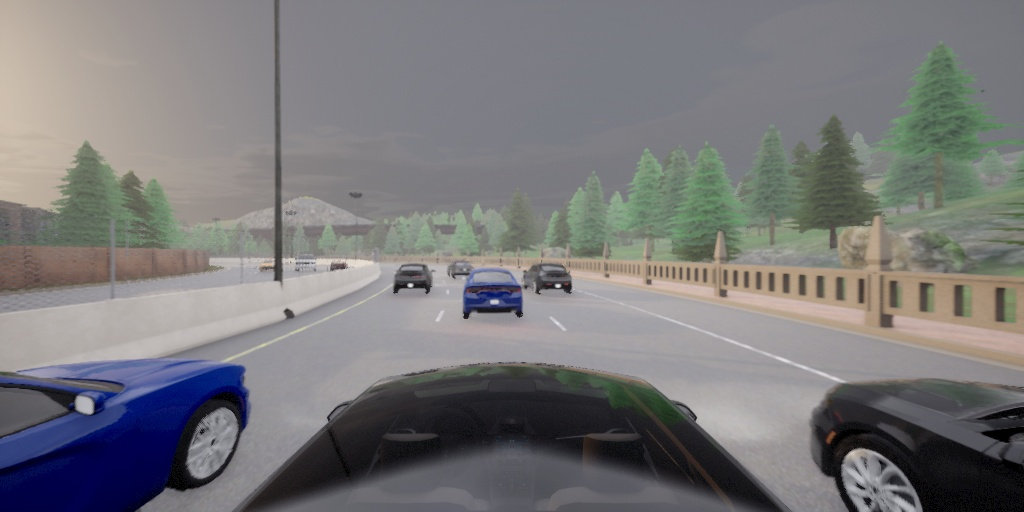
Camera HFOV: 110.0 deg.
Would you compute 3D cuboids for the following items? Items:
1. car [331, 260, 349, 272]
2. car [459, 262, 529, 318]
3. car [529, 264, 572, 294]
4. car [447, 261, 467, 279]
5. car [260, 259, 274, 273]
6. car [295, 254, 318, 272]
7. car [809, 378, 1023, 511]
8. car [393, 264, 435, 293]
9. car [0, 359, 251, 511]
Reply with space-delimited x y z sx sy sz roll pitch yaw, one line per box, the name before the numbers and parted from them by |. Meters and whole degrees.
car | -20.573 1.178 42.749 1.895 1.301 4.718 0 0 -26
car | -0.787 1.167 12.888 1.882 1.535 5.008 0 0 -6
car | 1.786 1.150 19.378 1.837 1.490 4.892 0 0 -9
car | -4.480 1.145 30.959 2.033 1.411 5.357 0 0 -17
car | -27.954 1.081 41.774 1.882 1.535 5.008 0 1 -28
car | -24.965 0.806 43.645 2.150 2.045 5.566 0 0 -28
car | 3.436 1.249 1.006 1.837 1.490 4.892 0 0 0
car | -5.416 1.167 19.930 1.837 1.490 4.892 0 0 -11
car | -3.539 1.239 1.543 1.882 1.535 5.008 0 0 0
